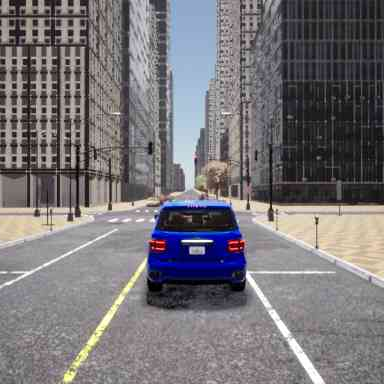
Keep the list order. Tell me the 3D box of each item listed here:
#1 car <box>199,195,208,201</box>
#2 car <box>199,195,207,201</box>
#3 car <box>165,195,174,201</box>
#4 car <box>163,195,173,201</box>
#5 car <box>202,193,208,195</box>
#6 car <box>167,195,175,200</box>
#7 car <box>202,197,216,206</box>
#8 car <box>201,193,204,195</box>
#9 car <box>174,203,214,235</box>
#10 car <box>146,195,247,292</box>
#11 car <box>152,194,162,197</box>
[{"bbox_3d":[2.697,1.415,78.809,1.752,1.417,4.829,0,0,0],"label":"car"},{"bbox_3d":[2.697,1.418,84.313,1.887,1.381,4.507,0,0,0],"label":"car"},{"bbox_3d":[-5.683,1.424,84.319,2.008,1.369,4.403,0,0,0],"label":"car"},{"bbox_3d":[-5.684,1.435,78.644,1.887,1.381,4.507,0,0,0],"label":"car"},{"bbox_3d":[2.826,1.398,50.263,1.967,1.590,4.097,0,0,0],"label":"car"},{"bbox_3d":[-5.683,1.407,89.995,2.008,1.369,4.403,0,0,0],"label":"car"},{"bbox_3d":[2.795,1.497,55.941,2.008,1.369,4.403,0,0,0],"label":"car"},{"bbox_3d":[2.698,1.220,72.964,2.192,1.841,5.009,0,0,0],"label":"car"},{"bbox_3d":[0.096,1.485,19.822,2.128,1.511,4.902,0,0,0],"label":"car"},{"bbox_3d":[0.099,1.220,9.093,2.150,2.045,5.566,0,0,0],"label":"car"},{"bbox_3d":[-5.814,1.483,50.094,1.752,1.417,4.829,0,0,0],"label":"car"}]
